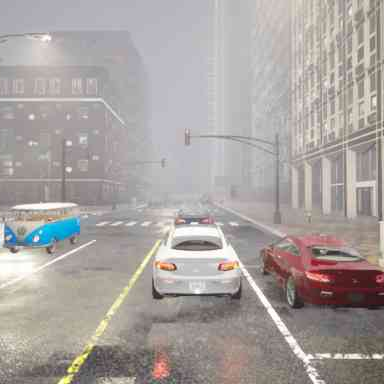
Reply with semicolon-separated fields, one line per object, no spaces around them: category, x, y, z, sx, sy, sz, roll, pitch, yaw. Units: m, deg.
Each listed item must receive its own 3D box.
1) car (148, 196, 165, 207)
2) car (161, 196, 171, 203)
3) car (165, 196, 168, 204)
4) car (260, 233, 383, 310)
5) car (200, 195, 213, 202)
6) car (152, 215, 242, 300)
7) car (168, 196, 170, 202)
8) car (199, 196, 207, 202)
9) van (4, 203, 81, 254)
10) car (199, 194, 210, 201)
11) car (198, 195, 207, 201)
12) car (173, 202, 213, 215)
car;-5.695;1.563;51.133;2.008;1.369;4.403;1;0;0
car;-5.703;1.598;73.752;1.802;1.307;4.206;1;0;0
car;-5.697;1.564;56.788;2.008;1.369;4.403;1;0;0
car;2.699;1.584;7.536;1.802;1.307;4.206;1;0;0
car;2.683;1.596;56.793;1.802;1.307;4.206;1;0;0
car;0.102;1.528;8.298;1.812;1.442;4.674;0;0;0
car;-5.699;1.580;62.443;1.947;1.339;4.313;1;0;0
car;2.676;1.599;79.412;1.802;1.307;4.206;1;0;0
van;-5.766;1.345;13.217;1.690;1.788;3.998;1;0;0
car;2.685;1.330;62.448;2.192;1.841;5.009;1;0;0
car;2.674;1.569;85.066;2.008;1.369;4.403;1;0;0
car;0.071;1.509;17.410;2.163;1.488;4.792;0;0;-1
